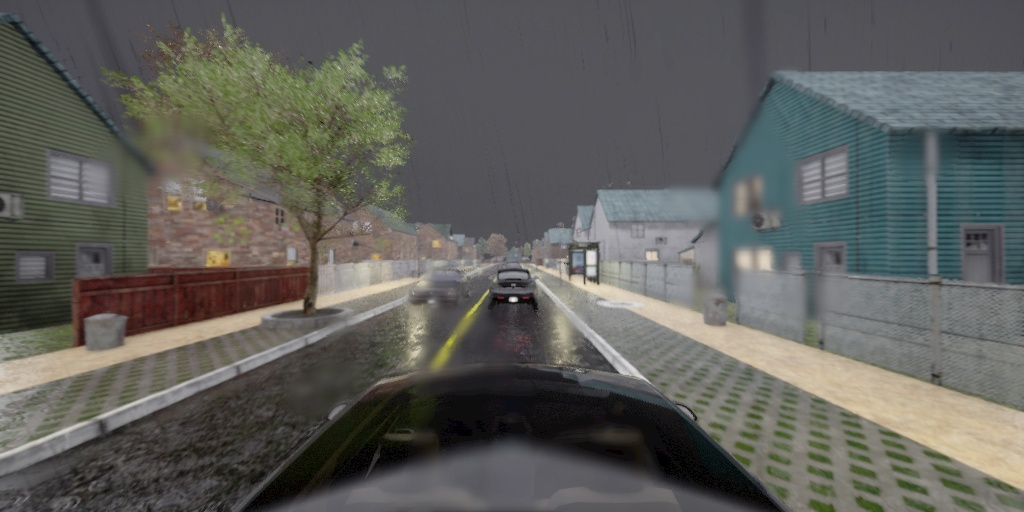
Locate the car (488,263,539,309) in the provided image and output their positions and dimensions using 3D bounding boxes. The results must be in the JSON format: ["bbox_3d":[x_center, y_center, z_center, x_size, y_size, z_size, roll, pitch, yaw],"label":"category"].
[{"bbox_3d":[0.066,1.247,14.838,1.837,1.490,4.892,0,0,0],"label":"car"}]

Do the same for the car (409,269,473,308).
[{"bbox_3d":[-2.820,1.288,15.532,2.033,1.411,5.357,0,0,0],"label":"car"}]
